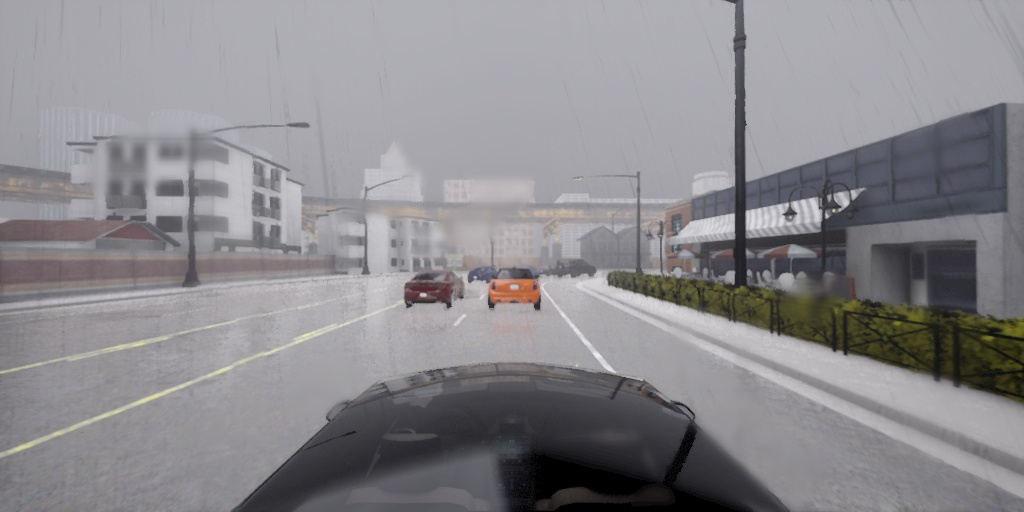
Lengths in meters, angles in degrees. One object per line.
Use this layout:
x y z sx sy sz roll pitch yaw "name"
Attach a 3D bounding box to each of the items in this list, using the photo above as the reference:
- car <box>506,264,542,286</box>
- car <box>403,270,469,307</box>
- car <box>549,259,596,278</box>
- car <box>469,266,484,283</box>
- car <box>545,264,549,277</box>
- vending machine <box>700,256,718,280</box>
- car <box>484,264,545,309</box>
1.129 1.491 29.936 1.882 1.535 5.008 0 0 16 "car"
-3.360 1.362 16.263 1.882 1.535 5.008 0 0 1 "car"
7.067 1.325 39.967 5.566 2.045 2.150 0 -1 -44 "car"
-2.310 1.545 30.684 1.812 1.442 4.674 0 0 15 "car"
4.607 1.678 42.455 5.357 1.411 2.033 0 -1 -44 "car"
22.063 1.311 40.193 0.880 2.100 1.100 0 0 -1 "vending machine"
0.129 1.231 15.802 2.097 1.767 4.553 0 -1 1 "car"
